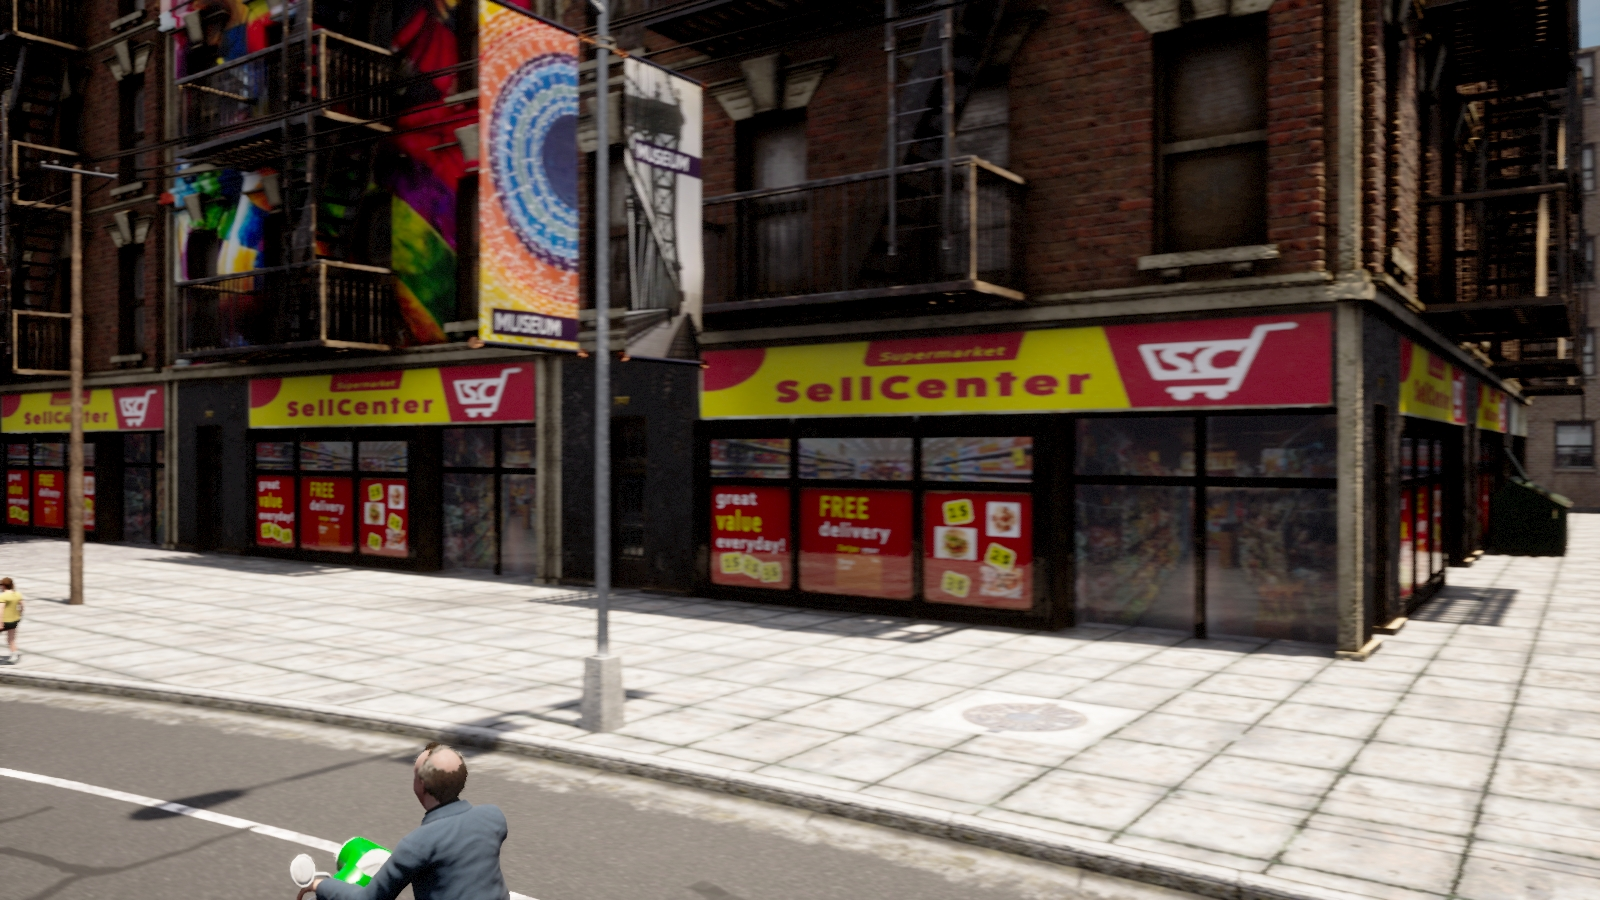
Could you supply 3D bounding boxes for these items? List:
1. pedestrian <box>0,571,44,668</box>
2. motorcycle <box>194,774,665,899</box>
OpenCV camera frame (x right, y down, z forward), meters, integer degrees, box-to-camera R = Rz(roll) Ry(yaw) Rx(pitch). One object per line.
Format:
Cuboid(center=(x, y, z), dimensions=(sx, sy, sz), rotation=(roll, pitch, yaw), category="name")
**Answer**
Cuboid(center=(-9.747, 2.074, 14.085), dimensions=(0.500, 1.100, 0.500), rotation=(0, 0, 16), category="pedestrian")
Cuboid(center=(-1.525, 2.180, 4.656), dimensions=(1.805, 1.236, 0.856), rotation=(0, 1, 32), category="motorcycle")
